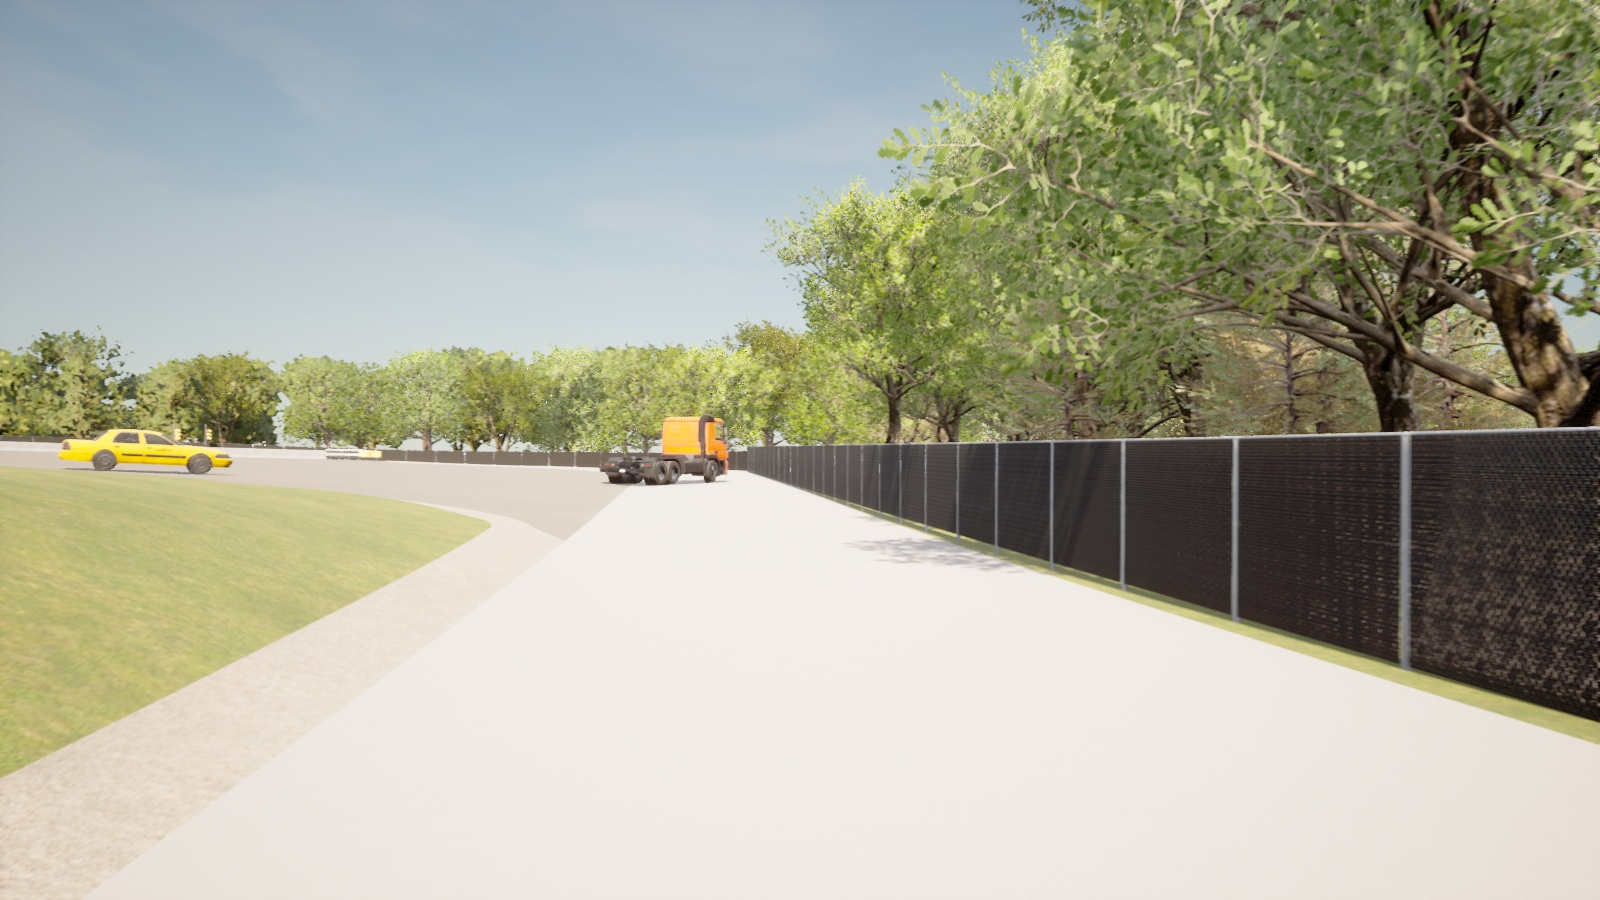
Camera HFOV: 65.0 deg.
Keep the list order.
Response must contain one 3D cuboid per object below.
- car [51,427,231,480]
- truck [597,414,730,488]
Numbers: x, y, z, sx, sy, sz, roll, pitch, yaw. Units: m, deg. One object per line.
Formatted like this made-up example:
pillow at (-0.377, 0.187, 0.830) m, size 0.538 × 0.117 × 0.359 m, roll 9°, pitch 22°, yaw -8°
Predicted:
car at (-22.772, 0.146, 43.492) m, size 5.366 × 1.575 × 1.801 m, roll 3°, pitch -1°, yaw -30°
truck at (-6.698, 0.011, 63.011) m, size 2.891 × 3.462 × 7.936 m, roll 0°, pitch 0°, yaw 26°
